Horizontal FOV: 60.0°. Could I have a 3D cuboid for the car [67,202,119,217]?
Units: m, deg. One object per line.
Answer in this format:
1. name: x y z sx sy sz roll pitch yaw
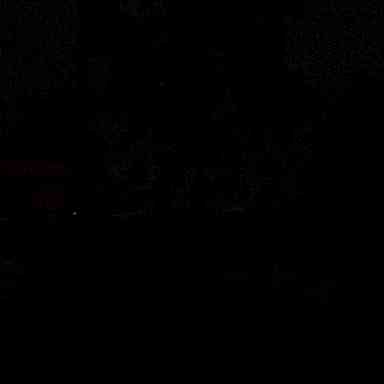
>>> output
1. car: -9.162 1.622 31.311 1.895 1.301 4.718 0 0 34
